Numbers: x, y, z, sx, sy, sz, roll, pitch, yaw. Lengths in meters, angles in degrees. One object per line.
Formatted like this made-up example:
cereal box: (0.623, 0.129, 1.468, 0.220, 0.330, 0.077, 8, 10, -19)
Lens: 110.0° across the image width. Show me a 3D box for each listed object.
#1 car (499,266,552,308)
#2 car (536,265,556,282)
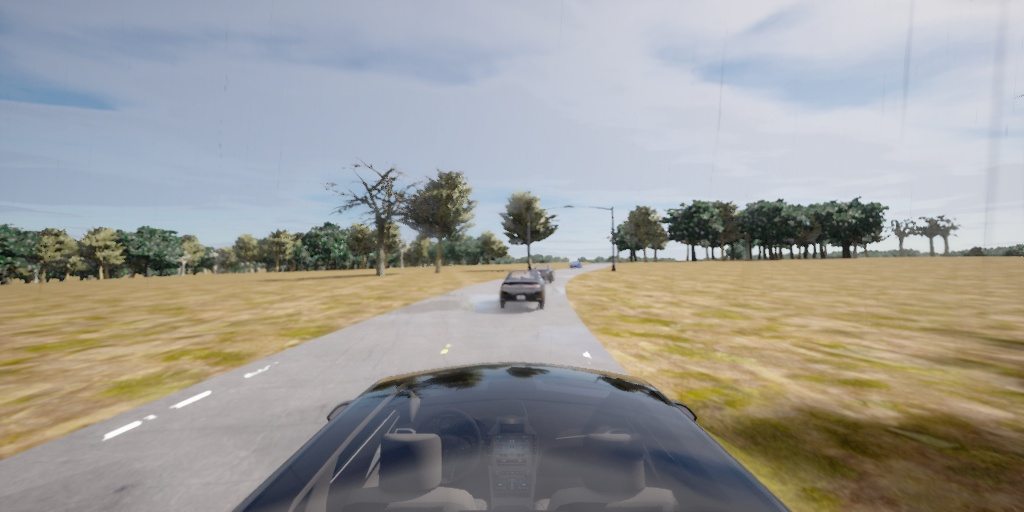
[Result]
car: (0.566, 1.379, 15.960, 2.128, 1.511, 4.902, 0, 0, 5)
car: (2.655, 1.515, 30.662, 2.128, 1.511, 4.902, -1, -1, 11)
